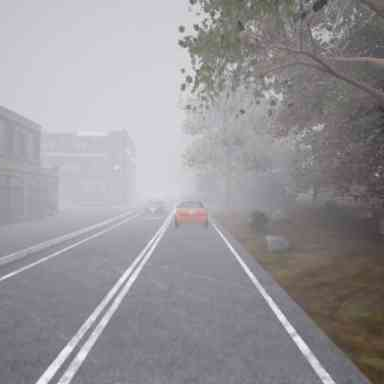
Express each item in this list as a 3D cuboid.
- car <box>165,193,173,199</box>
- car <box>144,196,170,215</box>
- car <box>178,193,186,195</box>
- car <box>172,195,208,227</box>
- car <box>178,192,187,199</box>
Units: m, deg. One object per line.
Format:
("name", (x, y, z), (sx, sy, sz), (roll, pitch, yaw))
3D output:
("car", (-5.461, 1.035, 79.371), (1.882, 1.535, 5.008), (0, 1, -3))
("car", (-3.583, 1.442, 32.581), (2.128, 1.511, 4.902), (0, 0, -1))
("car", (-0.474, 1.273, 41.839), (2.097, 1.767, 4.553), (0, 0, -2))
("car", (-0.066, 1.326, 22.787), (2.097, 1.767, 4.553), (0, 0, -1))
("car", (-2.338, 0.876, 81.759), (2.033, 1.411, 5.357), (0, 1, -3))
